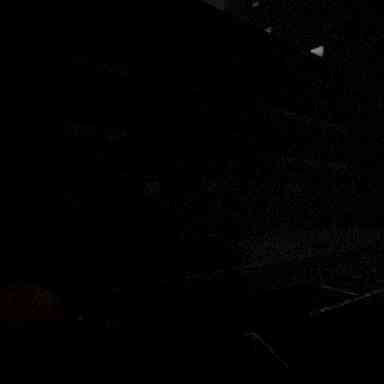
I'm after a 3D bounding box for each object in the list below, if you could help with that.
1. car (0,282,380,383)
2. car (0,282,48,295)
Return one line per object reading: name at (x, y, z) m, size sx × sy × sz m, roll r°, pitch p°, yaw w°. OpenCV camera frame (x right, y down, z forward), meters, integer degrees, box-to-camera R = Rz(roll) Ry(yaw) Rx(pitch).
car at (-0.526, 1.608, 2.696) m, size 4.718 × 1.301 × 1.895 m, roll 1°, pitch 0°, yaw -35°
car at (-3.819, 1.516, 3.349) m, size 4.829 × 1.417 × 1.752 m, roll 1°, pitch 1°, yaw -35°
